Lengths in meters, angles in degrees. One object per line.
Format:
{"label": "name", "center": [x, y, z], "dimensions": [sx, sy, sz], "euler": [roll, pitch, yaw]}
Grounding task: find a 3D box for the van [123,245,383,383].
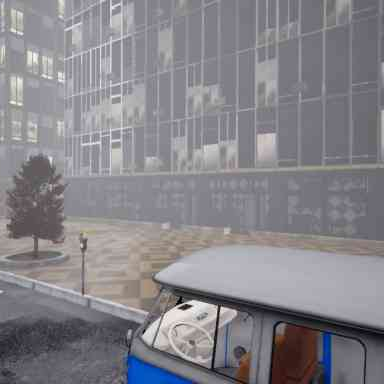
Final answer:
{"label": "van", "center": [1.342, 1.341, 1.911], "dimensions": [3.998, 1.788, 1.690], "euler": [0, 0, 35]}
